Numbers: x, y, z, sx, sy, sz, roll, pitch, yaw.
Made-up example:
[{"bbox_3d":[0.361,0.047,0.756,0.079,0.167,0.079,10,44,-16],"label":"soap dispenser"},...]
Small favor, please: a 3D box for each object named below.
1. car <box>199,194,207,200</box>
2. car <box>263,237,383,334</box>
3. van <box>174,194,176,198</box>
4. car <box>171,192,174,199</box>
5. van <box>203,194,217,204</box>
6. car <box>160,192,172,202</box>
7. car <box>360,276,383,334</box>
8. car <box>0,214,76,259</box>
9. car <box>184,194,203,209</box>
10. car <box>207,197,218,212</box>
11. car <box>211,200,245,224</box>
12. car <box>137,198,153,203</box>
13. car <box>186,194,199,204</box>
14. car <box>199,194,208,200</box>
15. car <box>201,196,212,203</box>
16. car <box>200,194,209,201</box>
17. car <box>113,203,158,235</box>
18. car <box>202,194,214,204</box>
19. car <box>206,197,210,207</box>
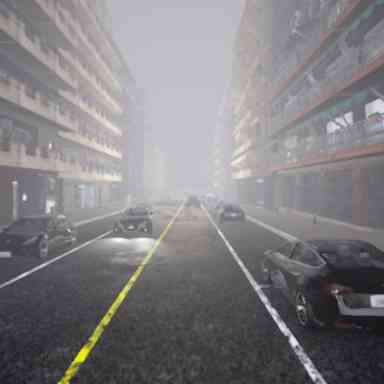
[{"bbox_3d":[2.724,1.242,86.009,1.887,1.381,4.507,-1,0,0],"label":"car"},{"bbox_3d":[2.654,1.546,6.705,1.947,1.339,4.313,-1,0,0],"label":"car"},{"bbox_3d":[-5.656,1.015,91.624,1.690,1.788,3.998,-1,0,0],"label":"van"},{"bbox_3d":[-5.662,1.311,74.631,1.947,1.339,4.313,-1,0,0],"label":"car"},{"bbox_3d":[2.699,1.196,46.356,1.690,1.788,3.998,-1,0,0],"label":"van"},{"bbox_3d":[-5.666,1.294,68.794,1.752,1.417,4.829,-1,0,0],"label":"car"},{"bbox_3d":[2.645,1.541,1.041,1.887,1.381,4.507,-1,0,0],"label":"car"},{"bbox_3d":[-5.696,1.530,12.316,1.947,1.339,4.313,-1,0,0],"label":"car"},{"bbox_3d":[0.122,1.376,42.391,1.837,1.490,4.892,0,1,0],"label":"car"},{"bbox_3d":[2.693,1.463,29.363,2.008,1.369,4.403,-1,0,0],"label":"car"},{"bbox_3d":[2.692,1.496,23.698,1.947,1.339,4.313,-1,0,0],"label":"car"},{"bbox_3d":[-5.681,1.426,40.641,2.008,1.369,4.403,-1,0,0],"label":"car"},{"bbox_3d":[0.131,1.164,57.490,2.097,1.767,4.553,0,0,0],"label":"car"},{"bbox_3d":[2.721,1.266,80.344,1.887,1.381,4.507,-1,0,0],"label":"car"},{"bbox_3d":[2.712,1.371,63.351,1.802,1.307,4.206,-1,0,0],"label":"car"},{"bbox_3d":[2.718,1.289,74.680,1.887,1.381,4.507,-1,0,0],"label":"car"},{"bbox_3d":[-2.990,1.532,18.277,1.994,1.385,4.181,0,0,0],"label":"car"},{"bbox_3d":[2.707,1.252,57.686,1.967,1.590,4.097,-1,0,0],"label":"car"},{"bbox_3d":[2.697,1.476,35.028,1.802,1.307,4.206,-1,0,0],"label":"car"}]
